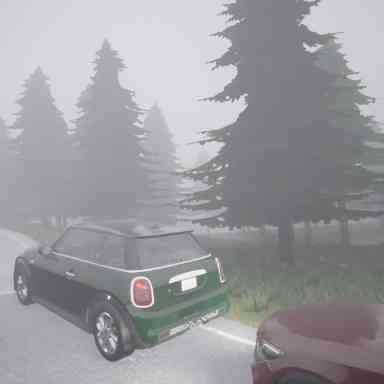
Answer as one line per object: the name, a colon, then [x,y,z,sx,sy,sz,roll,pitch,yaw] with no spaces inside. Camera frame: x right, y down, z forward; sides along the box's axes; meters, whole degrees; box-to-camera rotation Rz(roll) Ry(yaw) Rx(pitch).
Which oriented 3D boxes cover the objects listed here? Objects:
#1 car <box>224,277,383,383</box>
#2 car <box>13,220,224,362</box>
car: [2.760,1.532,2.590,4.674,1.442,1.812,1,0,36]
car: [-1.574,1.309,6.205,4.553,1.767,2.097,1,1,44]
